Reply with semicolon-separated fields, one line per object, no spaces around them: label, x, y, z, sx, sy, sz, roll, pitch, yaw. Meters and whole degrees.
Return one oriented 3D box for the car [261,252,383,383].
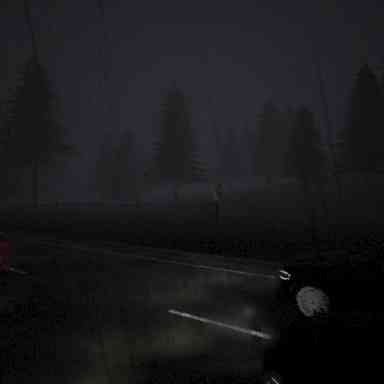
car;2.865;1.473;1.954;5.008;1.535;1.882;0;0;35

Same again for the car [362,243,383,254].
car;3.911;1.477;5.508;5.008;1.535;1.882;0;0;35
